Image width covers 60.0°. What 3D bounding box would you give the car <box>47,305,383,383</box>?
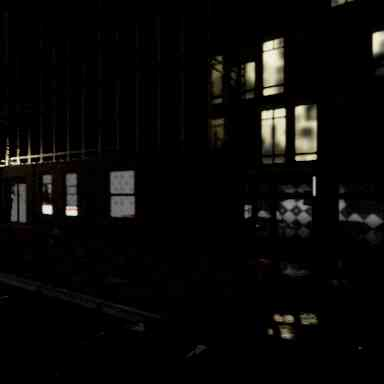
[{"bbox_3d":[0.647,1.576,2.421,4.206,1.307,1.802,0,0,35],"label":"car"}]
